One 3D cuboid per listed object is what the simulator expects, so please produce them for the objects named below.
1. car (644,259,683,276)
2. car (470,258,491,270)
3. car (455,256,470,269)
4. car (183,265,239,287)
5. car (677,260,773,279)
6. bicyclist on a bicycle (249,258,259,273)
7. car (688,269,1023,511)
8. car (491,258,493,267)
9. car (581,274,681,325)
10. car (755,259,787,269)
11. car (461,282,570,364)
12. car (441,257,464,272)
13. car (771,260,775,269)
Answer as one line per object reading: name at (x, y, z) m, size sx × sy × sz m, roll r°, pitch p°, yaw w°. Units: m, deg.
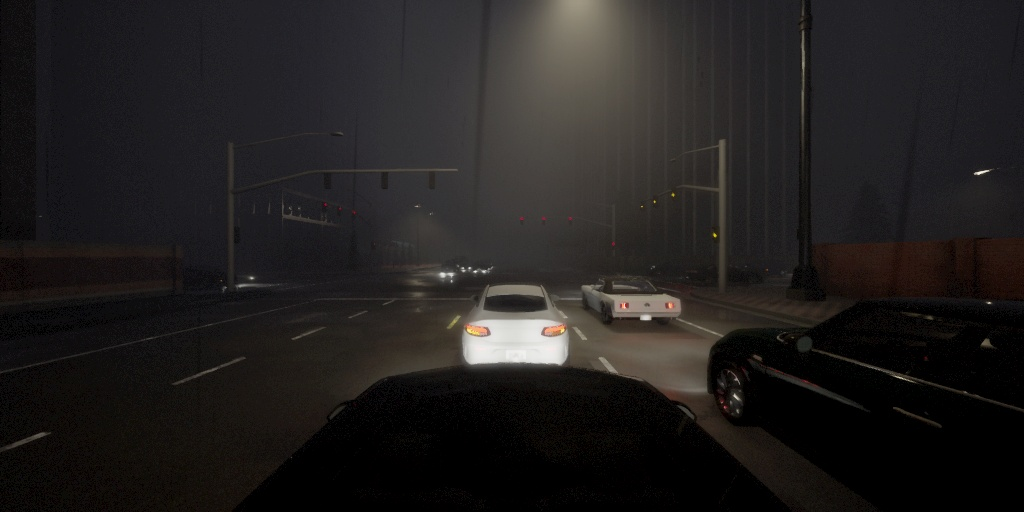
car at (15.343, 1.102, 35.106) m, size 4.553 × 1.767 × 2.097 m, roll 0°, pitch 0°, yaw 0°
car at (-4.416, 1.314, 50.778) m, size 1.994 × 1.385 × 4.181 m, roll 0°, pitch 0°, yaw -1°
car at (-7.991, 0.971, 56.059) m, size 2.150 × 2.045 × 5.566 m, roll 0°, pitch 0°, yaw -1°
car at (-20.910, 1.314, 24.057) m, size 4.181 × 1.385 × 1.994 m, roll 0°, pitch 0°, yaw -1°
car at (14.353, 1.241, 24.397) m, size 4.902 × 1.511 × 2.128 m, roll 0°, pitch 0°, yaw -1°
bicyclist on a bicycle at (-28.403, 1.051, 39.478) m, size 0.582 × 1.620 × 1.656 m, roll 0°, pitch 0°, yaw -1°
car at (3.600, 1.102, 2.853) m, size 2.097 × 1.767 × 4.553 m, roll 0°, pitch 0°, yaw 0°
car at (-4.538, 1.275, 59.394) m, size 1.812 × 1.442 × 4.674 m, roll 0°, pitch 0°, yaw -1°
car at (3.564, 1.351, 11.755) m, size 1.895 × 1.301 × 4.718 m, roll 0°, pitch 0°, yaw 0°
car at (24.235, 1.102, 35.186) m, size 4.553 × 1.767 × 2.097 m, roll 0°, pitch 0°, yaw 0°
car at (0.060, 1.276, 7.538) m, size 1.812 × 1.442 × 4.674 m, roll 0°, pitch 0°, yaw 0°
car at (-7.885, 1.241, 46.213) m, size 2.128 × 1.511 × 4.902 m, roll 0°, pitch 0°, yaw 1°
car at (20.194, 1.314, 31.651) m, size 4.181 × 1.385 × 1.994 m, roll 0°, pitch 0°, yaw -1°
